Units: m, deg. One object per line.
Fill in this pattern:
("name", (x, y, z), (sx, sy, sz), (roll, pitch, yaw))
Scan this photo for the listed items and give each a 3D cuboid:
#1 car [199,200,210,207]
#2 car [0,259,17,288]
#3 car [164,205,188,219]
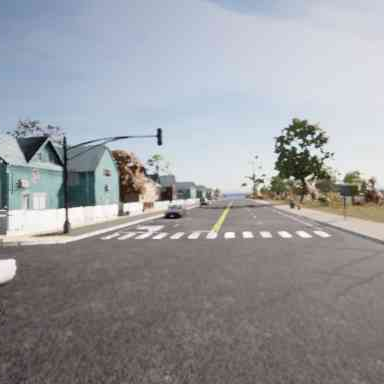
("car", (2.595, 2.358, 67.824), (1.895, 1.301, 4.718), (-2, -1, 7))
("car", (-5.484, 1.835, 5.966), (1.895, 1.301, 4.718), (-2, -1, 8))
("car", (-1.623, 2.064, 35.566), (2.033, 1.411, 5.357), (-2, -1, 7))
